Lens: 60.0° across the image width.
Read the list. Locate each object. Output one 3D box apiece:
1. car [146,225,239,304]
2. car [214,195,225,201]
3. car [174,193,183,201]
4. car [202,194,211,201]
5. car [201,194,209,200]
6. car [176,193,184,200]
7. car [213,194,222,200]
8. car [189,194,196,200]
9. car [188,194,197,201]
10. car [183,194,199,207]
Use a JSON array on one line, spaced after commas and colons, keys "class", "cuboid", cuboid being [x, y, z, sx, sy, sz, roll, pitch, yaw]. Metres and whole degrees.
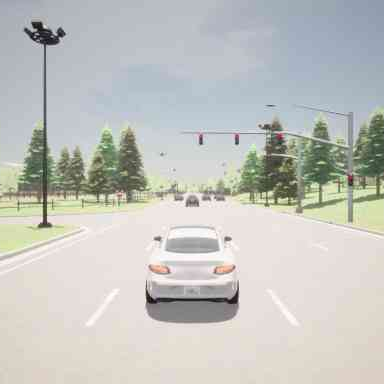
[{"class": "car", "cuboid": [0.017, 1.526, 8.022, 1.812, 1.442, 4.674, 0, 0, 0]}, {"class": "car", "cuboid": [7.111, 1.517, 82.529, 2.128, 1.511, 4.902, 0, 0, 0]}, {"class": "car", "cuboid": [-3.389, 1.544, 82.927, 1.994, 1.385, 4.181, 0, 0, 0]}, {"class": "car", "cuboid": [3.611, 1.348, 82.921, 2.097, 1.767, 4.553, 0, 0, 0]}, {"class": "car", "cuboid": [3.625, 1.372, 92.954, 2.033, 1.411, 5.357, 0, 0, 0]}, {"class": "car", "cuboid": [-3.375, 1.188, 92.933, 2.097, 1.767, 4.553, 0, 0, 0]}, {"class": "car", "cuboid": [7.125, 1.385, 92.949, 1.994, 1.385, 4.181, 0, 0, 0]}, {"class": "car", "cuboid": [0.125, 1.332, 92.959, 1.837, 1.490, 4.892, 0, 0, 0]}, {"class": "car", "cuboid": [0.111, 1.348, 82.925, 2.097, 1.767, 4.553, 0, 0, 0]}, {"class": "car", "cuboid": [0.070, 1.352, 51.896, 2.097, 1.767, 4.553, 0, 0, 0]}]
